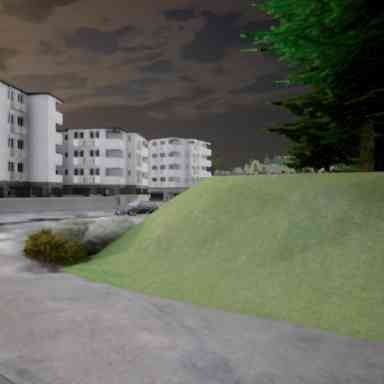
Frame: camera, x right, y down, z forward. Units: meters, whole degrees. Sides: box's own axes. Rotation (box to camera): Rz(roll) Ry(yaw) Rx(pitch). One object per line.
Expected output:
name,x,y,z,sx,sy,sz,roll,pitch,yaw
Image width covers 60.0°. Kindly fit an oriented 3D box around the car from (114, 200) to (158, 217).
car,-5.104,1.533,31.152,1.812,1.442,4.674,0,0,35
